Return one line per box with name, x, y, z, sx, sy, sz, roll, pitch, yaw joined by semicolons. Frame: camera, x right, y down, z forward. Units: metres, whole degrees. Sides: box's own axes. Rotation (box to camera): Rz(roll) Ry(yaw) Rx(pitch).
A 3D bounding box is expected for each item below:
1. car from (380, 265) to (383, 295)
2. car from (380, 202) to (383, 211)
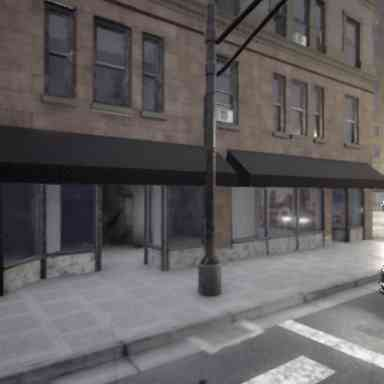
car;6.050;1.550;7.373;4.892;1.490;1.837;0;0;-35
car;26.936;1.542;42.227;2.150;2.045;5.566;0;0;-26
